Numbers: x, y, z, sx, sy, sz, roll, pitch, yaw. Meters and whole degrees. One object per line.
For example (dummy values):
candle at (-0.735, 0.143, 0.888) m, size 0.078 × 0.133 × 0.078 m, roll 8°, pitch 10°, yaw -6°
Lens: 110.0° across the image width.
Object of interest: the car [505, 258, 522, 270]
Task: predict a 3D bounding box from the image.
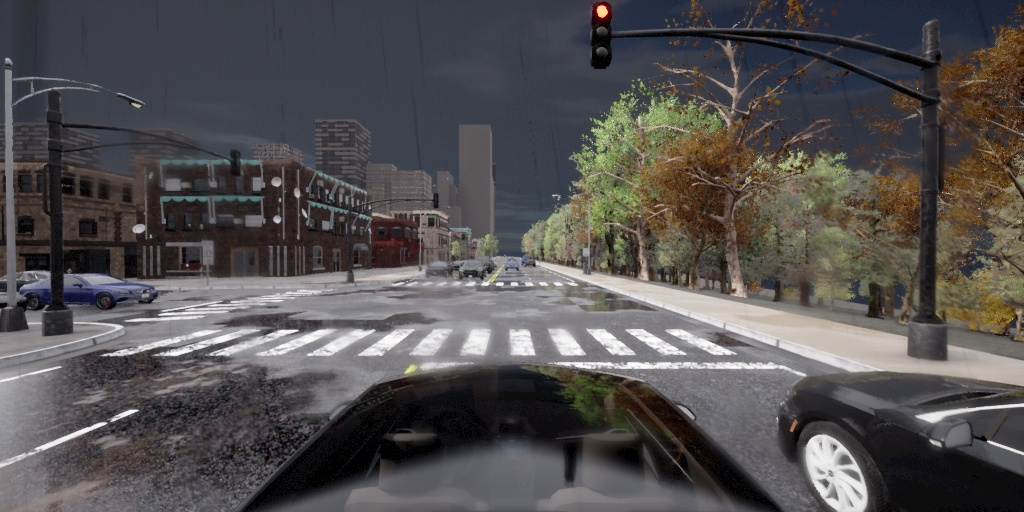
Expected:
car at (-0.015, 1.279, 50.770) m, size 2.033 × 1.411 × 5.357 m, roll 0°, pitch 0°, yaw 0°

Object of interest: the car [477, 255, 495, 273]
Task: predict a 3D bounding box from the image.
car at (-3.435, 0.958, 41.271) m, size 2.150 × 2.045 × 5.566 m, roll 0°, pitch 0°, yaw 0°

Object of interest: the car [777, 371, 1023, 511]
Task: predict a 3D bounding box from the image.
car at (3.366, 1.255, 1.255) m, size 1.837 × 1.490 × 4.892 m, roll 0°, pitch 0°, yaw -2°

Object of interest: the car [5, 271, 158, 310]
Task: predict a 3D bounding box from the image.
car at (-18.095, 1.475, 15.371) m, size 4.674 × 1.442 × 1.812 m, roll -1°, pitch 1°, yaw -1°

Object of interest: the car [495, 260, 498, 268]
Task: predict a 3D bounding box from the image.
car at (-3.458, 1.296, 50.777) m, size 1.994 × 1.385 × 4.181 m, roll 0°, pitch 0°, yaw 0°

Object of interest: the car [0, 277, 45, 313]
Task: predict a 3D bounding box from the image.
car at (-19.973, 1.565, 12.631) m, size 4.313 × 1.339 × 1.948 m, roll 0°, pitch 0°, yaw 0°

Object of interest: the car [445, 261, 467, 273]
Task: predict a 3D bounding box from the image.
car at (-6.683, 1.336, 43.480) m, size 1.895 × 1.301 × 4.718 m, roll 0°, pitch 0°, yaw 0°

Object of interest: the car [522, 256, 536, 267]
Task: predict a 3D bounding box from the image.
car at (3.203, 1.231, 63.655) m, size 1.837 × 1.490 × 4.892 m, roll 0°, pitch 0°, yaw 0°

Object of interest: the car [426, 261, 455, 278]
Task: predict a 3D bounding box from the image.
car at (-6.664, 1.217, 33.518) m, size 1.882 × 1.535 × 5.008 m, roll 0°, pitch 0°, yaw 0°

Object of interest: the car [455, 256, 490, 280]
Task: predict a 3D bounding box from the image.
car at (-3.413, 1.092, 31.691) m, size 2.097 × 1.767 × 4.553 m, roll 0°, pitch 0°, yaw 0°
